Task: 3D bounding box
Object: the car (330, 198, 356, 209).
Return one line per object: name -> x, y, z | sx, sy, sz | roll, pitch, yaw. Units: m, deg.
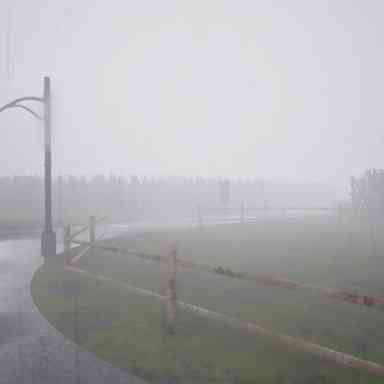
car -> 19.383, 1.540, 42.662 | 4.902, 1.511, 2.128 | 0, -1, -45
